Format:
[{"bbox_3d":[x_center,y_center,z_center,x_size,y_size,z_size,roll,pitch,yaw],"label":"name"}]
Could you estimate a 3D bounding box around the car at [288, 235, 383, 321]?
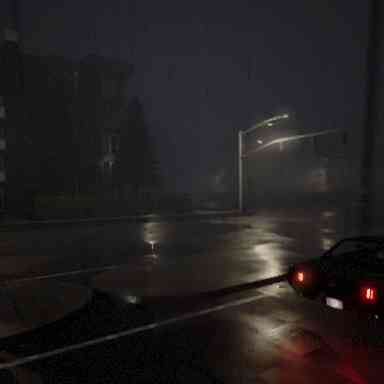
[{"bbox_3d":[4.204,1.569,6.862,4.718,1.301,1.895,0,0,-35],"label":"car"}]
